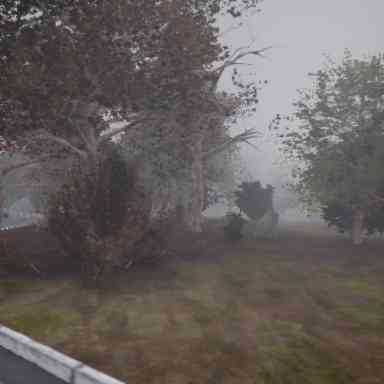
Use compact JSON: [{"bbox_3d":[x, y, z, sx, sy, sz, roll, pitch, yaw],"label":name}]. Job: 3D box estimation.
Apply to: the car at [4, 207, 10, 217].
[{"bbox_3d":[-17.975,1.599,30.003,1.895,1.301,4.718,0,0,-41],"label":"car"}]
